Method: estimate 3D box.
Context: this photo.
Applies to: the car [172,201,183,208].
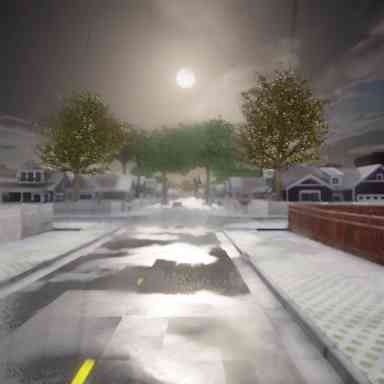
[{"bbox_3d":[-2.753,2.270,63.329,1.895,1.301,4.718,0,-1,0],"label":"car"}]
